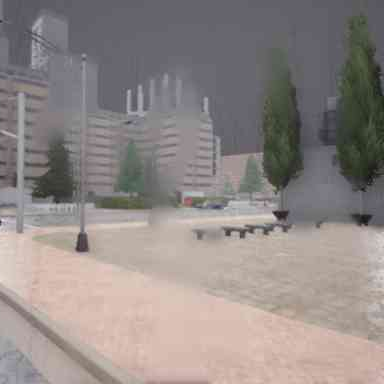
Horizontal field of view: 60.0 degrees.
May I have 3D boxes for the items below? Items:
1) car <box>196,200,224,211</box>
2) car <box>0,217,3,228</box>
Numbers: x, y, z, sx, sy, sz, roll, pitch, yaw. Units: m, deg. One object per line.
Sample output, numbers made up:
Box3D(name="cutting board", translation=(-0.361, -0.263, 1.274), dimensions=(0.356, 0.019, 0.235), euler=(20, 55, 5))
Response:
Box3D(name="car", translation=(2.787, 1.996, 51.407), dimensions=(4.553, 1.767, 2.097), euler=(1, -1, -43))
Box3D(name="car", translation=(-13.831, 1.694, 20.135), dimensions=(1.812, 1.442, 4.674), euler=(-1, -1, 16))
